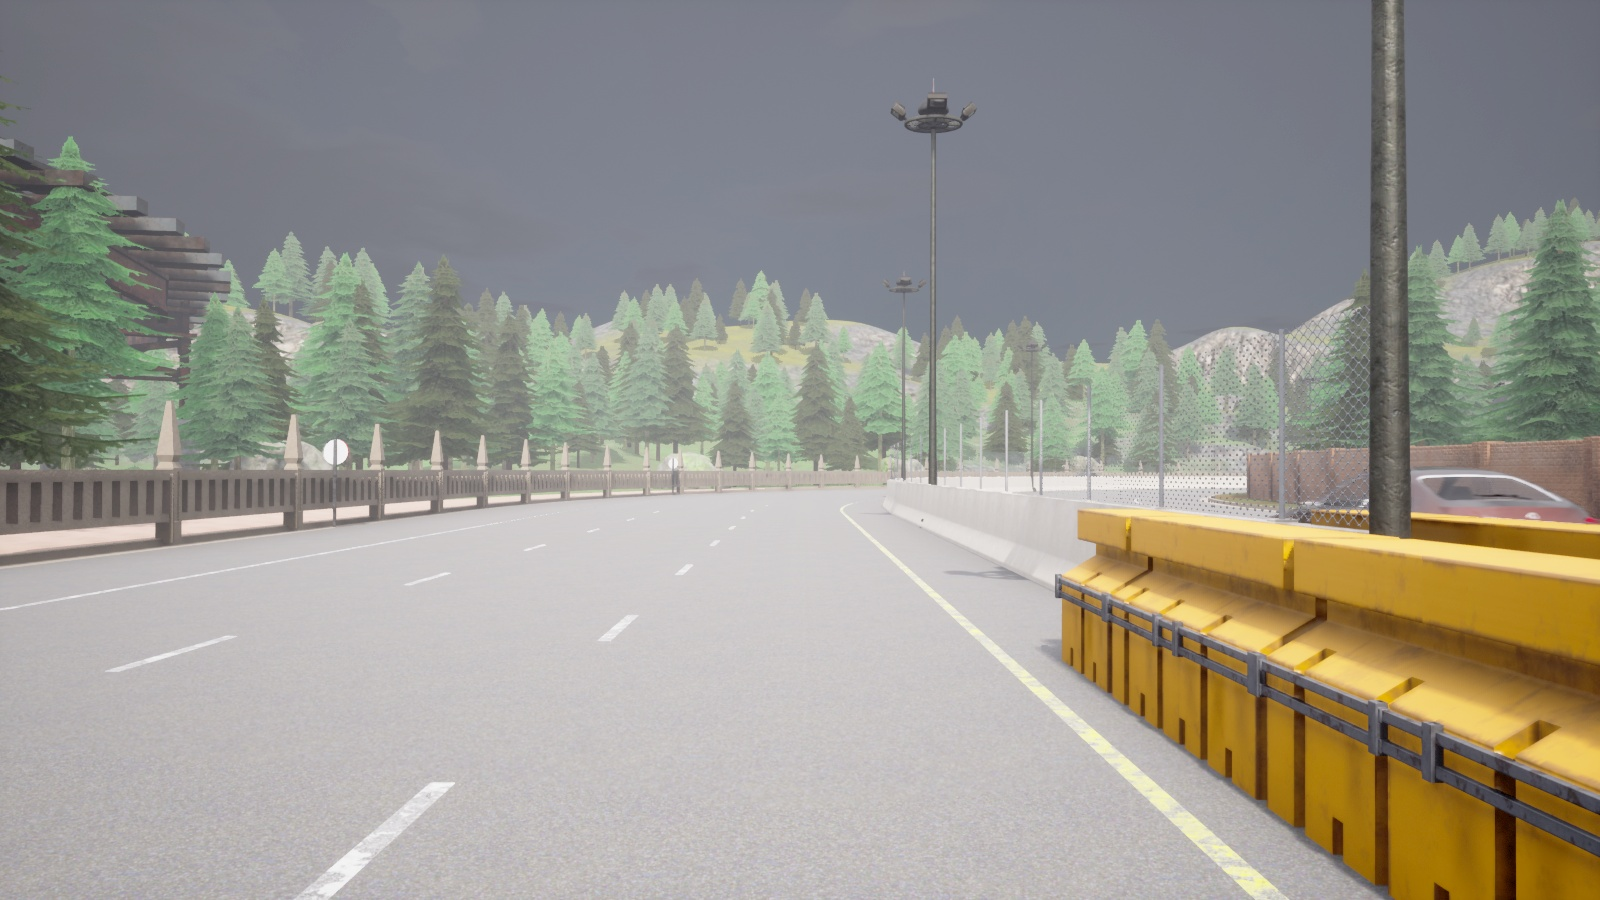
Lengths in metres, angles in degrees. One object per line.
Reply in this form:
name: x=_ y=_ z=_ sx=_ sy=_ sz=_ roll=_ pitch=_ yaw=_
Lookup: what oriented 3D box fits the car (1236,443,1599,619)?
car: x=6.959 y=0.806 z=14.394 sx=2.152 sy=1.651 sz=5.027 roll=0 pitch=-1 yaw=0
